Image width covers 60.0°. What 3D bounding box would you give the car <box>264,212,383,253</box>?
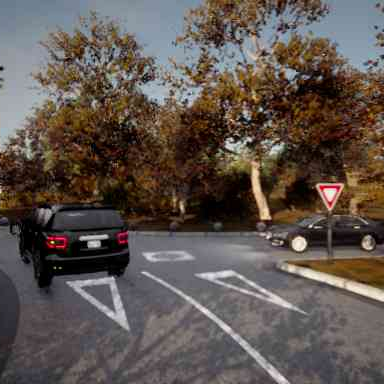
[{"bbox_3d":[5.465,1.611,13.793,4.892,1.490,1.837,0,0,-7],"label":"car"}]

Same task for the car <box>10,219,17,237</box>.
[{"bbox_3d":[-7.551,1.642,18.027,5.008,1.535,1.882,0,0,21],"label":"car"}]

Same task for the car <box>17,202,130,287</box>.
[{"bbox_3d":[-3.704,1.314,10.004,2.150,2.045,5.566,0,0,-32],"label":"car"}]
